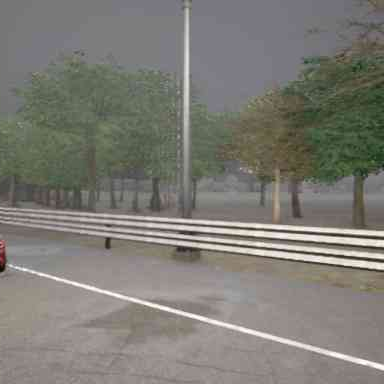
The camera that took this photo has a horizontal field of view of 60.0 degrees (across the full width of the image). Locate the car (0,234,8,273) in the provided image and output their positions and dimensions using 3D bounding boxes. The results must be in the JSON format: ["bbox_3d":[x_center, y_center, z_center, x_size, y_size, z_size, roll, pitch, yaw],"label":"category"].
[{"bbox_3d":[-7.200,1.357,9.405,4.553,1.767,2.097,0,0,37],"label":"car"}]
